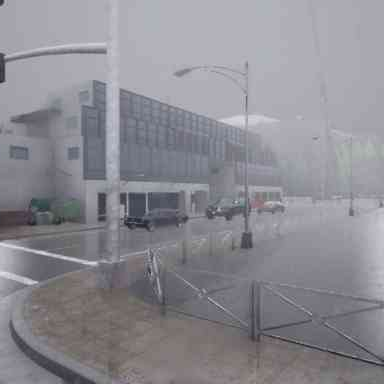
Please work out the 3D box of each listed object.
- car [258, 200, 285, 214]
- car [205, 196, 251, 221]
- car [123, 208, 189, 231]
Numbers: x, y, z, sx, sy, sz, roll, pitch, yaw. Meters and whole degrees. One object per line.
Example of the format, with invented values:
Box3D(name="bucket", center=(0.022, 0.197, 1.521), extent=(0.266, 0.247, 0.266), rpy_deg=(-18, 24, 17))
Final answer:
Box3D(name="car", center=(9.201, 1.700, 38.256), extent=(1.812, 1.442, 4.674), rpy_deg=(0, 0, 36))
Box3D(name="car", center=(3.427, 1.396, 30.183), extent=(2.150, 2.045, 5.566), rpy_deg=(0, 0, 36))
Box3D(name="car", center=(-2.303, 1.775, 22.153), extent=(1.895, 1.301, 4.718), rpy_deg=(0, 0, 35))
